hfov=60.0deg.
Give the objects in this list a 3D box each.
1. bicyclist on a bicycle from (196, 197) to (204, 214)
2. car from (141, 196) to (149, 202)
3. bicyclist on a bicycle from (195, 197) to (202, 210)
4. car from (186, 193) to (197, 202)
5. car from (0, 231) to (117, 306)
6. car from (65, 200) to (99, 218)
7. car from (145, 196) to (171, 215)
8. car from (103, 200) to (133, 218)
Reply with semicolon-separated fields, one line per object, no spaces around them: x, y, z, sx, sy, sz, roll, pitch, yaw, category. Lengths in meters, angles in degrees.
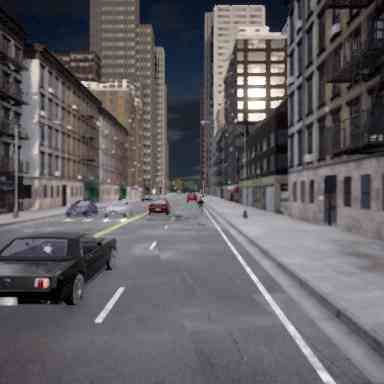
0.889;1.356;32.678;0.659;1.776;1.843;0;0;0;bicyclist on a bicycle
-9.760;1.510;70.970;1.895;1.301;4.718;0;0;0;car
0.891;1.418;42.913;0.866;1.612;1.509;0;0;0;bicyclist on a bicycle
-0.011;1.198;72.127;2.150;2.045;5.566;0;0;0;car
-3.152;1.596;7.949;1.895;1.301;4.718;0;0;0;car
-9.844;1.510;30.201;1.812;1.442;4.674;0;0;0;car
-3.154;1.462;33.260;1.882;1.535;5.008;0;0;0;car
-6.594;1.510;30.202;1.812;1.442;4.674;0;0;0;car
